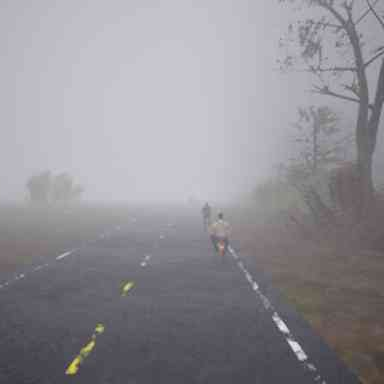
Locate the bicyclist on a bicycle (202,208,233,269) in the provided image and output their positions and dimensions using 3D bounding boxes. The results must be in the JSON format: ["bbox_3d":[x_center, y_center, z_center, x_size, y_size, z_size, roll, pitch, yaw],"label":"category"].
[{"bbox_3d":[0.855,1.414,10.031,0.866,1.612,1.509,-1,0,0],"label":"bicyclist on a bicycle"}]

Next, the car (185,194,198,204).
[{"bbox_3d":[0.075,1.410,59.420,1.812,1.442,4.674,0,0,0],"label":"car"}]

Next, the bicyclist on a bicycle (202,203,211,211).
[{"bbox_3d":[0.813,1.414,18.176,0.582,1.620,1.656,0,0,0],"label":"bicyclist on a bicycle"}]
